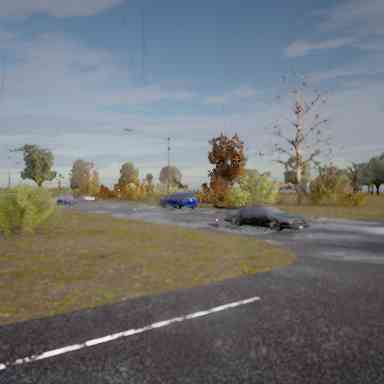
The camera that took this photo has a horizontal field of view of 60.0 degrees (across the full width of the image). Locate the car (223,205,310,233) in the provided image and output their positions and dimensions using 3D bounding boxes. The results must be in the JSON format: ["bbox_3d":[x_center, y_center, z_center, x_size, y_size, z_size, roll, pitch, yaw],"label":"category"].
[{"bbox_3d":[4.182,1.476,19.748,2.033,1.411,5.357,0,0,-37],"label":"car"}]

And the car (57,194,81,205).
[{"bbox_3d":[-18.962,1.226,50.374,1.882,1.535,5.008,0,1,-37],"label":"car"}]

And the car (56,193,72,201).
[{"bbox_3d":[-28.906,1.090,75.117,2.128,1.511,4.902,0,1,-37],"label":"car"}]

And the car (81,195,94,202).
[{"bbox_3d":[-20.506,1.252,64.008,1.895,1.301,4.718,0,1,-37],"label":"car"}]

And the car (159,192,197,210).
[{"bbox_3d":[-1.691,1.041,39.118,2.150,2.045,5.566,0,0,-37],"label":"car"}]
